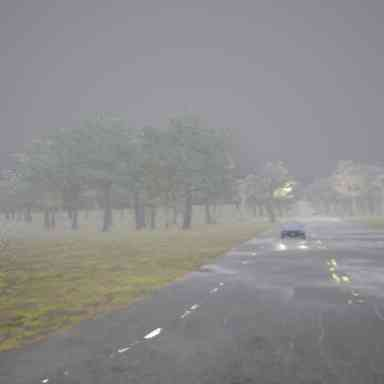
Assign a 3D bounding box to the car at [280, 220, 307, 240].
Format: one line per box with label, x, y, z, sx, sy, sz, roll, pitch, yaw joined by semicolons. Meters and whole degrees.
car;8.423;3.082;27.609;1.882;1.535;5.008;-2;-4;18
